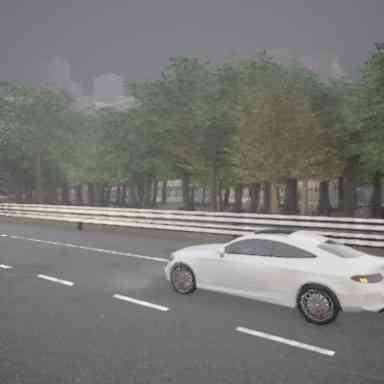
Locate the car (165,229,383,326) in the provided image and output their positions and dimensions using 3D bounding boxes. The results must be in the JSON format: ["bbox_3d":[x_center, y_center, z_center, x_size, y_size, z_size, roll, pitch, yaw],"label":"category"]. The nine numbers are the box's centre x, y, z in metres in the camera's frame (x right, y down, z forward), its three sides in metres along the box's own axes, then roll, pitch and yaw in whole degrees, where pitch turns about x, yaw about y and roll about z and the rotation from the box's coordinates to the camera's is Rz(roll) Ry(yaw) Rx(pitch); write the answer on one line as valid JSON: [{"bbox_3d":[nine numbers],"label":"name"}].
[{"bbox_3d":[1.563,1.528,7.055,4.674,1.442,1.812,0,0,36],"label":"car"}]
